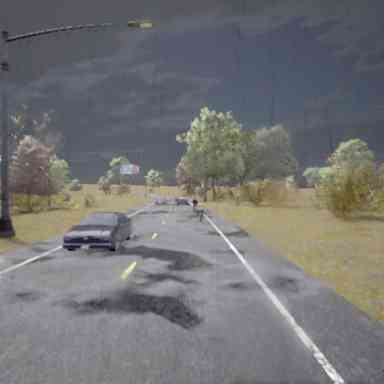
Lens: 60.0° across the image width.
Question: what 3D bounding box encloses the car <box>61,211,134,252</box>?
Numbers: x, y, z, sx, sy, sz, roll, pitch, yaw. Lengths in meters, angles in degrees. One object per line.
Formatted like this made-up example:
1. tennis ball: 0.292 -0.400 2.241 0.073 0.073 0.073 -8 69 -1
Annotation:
1. car: -3.731 1.544 14.205 2.033 1.411 5.357 0 0 -1

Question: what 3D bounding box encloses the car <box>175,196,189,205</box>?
1. car: -1.634 1.477 56.839 1.812 1.442 4.674 0 0 -3

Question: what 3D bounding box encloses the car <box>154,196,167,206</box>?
1. car: -5.161 1.450 54.816 2.128 1.511 4.902 0 0 -3

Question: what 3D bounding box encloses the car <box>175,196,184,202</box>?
1. car: -2.895 1.518 74.530 1.895 1.301 4.718 0 0 -5

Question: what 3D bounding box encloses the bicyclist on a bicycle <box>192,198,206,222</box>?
1. bicyclist on a bicycle: 0.628 1.425 24.771 0.866 1.612 1.509 0 0 -2
